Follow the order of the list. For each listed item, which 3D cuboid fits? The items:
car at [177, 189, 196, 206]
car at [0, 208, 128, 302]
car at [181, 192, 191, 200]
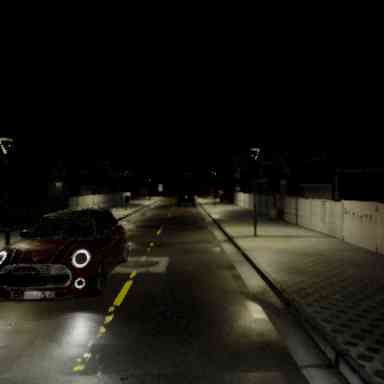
[{"bbox_3d":[-0.733,0.673,42.499,2.150,2.045,5.566,-1,1,-1],"label":"car"},{"bbox_3d":[-2.987,1.275,8.353,2.097,1.767,4.553,-1,1,-1],"label":"car"},{"bbox_3d":[-1.135,0.689,61.654,1.837,1.490,4.892,-1,1,-1],"label":"car"}]
